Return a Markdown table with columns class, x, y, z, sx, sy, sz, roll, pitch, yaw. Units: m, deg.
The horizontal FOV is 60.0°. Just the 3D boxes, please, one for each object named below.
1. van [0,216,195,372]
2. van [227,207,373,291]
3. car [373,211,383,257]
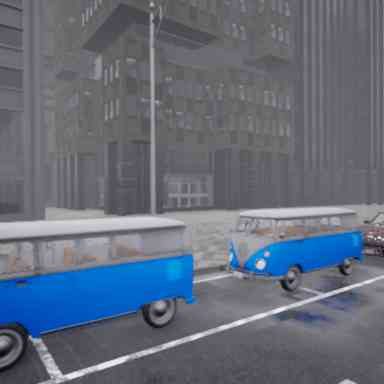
| class | x | y | z | sx | sy | sz | roll | pitch | yaw |
| --- | --- | --- | --- | --- | --- | --- | --- | --- | --- |
| van | -1.853 | 1.335 | 5.332 | 3.998 | 1.788 | 1.690 | 0 | 0 | -35 |
| van | 2.740 | 1.311 | 8.607 | 3.998 | 1.788 | 1.690 | 0 | 0 | -35 |
| car | 7.333 | 1.385 | 11.882 | 4.097 | 1.590 | 1.967 | 0 | 0 | -35 |
